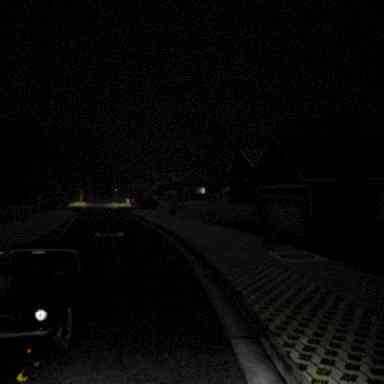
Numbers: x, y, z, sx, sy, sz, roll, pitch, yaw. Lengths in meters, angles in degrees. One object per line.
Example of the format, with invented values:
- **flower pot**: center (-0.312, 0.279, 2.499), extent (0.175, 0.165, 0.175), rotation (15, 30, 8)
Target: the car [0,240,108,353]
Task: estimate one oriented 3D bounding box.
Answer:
- **car**: center (-2.867, 1.677, 6.301), extent (1.895, 1.301, 4.718), rotation (0, -1, -6)
